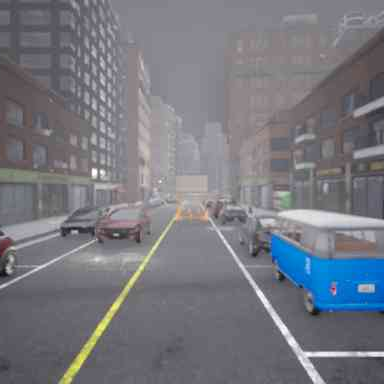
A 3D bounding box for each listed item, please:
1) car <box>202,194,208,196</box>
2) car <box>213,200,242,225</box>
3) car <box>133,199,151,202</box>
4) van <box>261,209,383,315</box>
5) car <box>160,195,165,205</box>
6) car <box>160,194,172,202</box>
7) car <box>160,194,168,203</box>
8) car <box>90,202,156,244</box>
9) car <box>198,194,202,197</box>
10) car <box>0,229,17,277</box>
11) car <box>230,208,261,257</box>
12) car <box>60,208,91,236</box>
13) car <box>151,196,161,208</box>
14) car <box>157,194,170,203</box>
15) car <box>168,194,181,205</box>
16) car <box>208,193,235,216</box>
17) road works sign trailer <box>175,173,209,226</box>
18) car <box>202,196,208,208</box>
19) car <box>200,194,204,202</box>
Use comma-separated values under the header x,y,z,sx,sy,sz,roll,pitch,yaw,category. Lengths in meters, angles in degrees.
x,y,z,sx,sy,sz,roll,pitch,yaw,category
2.841,1.511,51.503,1.752,1.417,4.829,-1,0,0,car
2.846,1.546,23.801,2.008,1.369,4.403,-1,0,0,car
-5.681,1.576,34.796,1.802,1.307,4.206,-1,0,0,car
2.847,1.339,7.283,1.690,1.788,3.998,-1,0,0,van
-5.684,1.568,51.320,1.802,1.307,4.206,-1,0,0,car
-5.690,1.281,73.351,2.192,1.841,5.009,-1,0,0,car
-5.686,1.422,56.827,1.967,1.590,4.097,-1,0,0,car
-3.104,1.474,16.086,1.882,1.535,5.008,0,0,0,car
2.838,1.538,67.852,1.947,1.339,4.313,-1,0,0,car
-5.677,1.439,7.258,1.967,1.590,4.097,-1,0,0,car
2.848,1.548,12.789,2.008,1.369,4.403,-1,0,0,car
-5.678,1.562,18.273,1.947,1.339,4.313,-1,0,0,car
-5.683,1.572,45.812,1.802,1.307,4.206,-1,0,0,car
-5.689,1.287,67.843,2.192,1.841,5.009,-1,0,0,car
-3.065,1.333,58.540,2.097,1.767,4.553,0,0,0,car
2.842,1.310,29.307,2.192,1.841,5.009,-1,0,0,car
-0.005,0.460,23.482,2.380,3.560,2.880,0,0,0,road works sign trailer
2.842,1.555,45.826,1.947,1.339,4.313,-1,0,0,car
2.840,1.543,62.345,1.947,1.339,4.313,-1,0,0,car
